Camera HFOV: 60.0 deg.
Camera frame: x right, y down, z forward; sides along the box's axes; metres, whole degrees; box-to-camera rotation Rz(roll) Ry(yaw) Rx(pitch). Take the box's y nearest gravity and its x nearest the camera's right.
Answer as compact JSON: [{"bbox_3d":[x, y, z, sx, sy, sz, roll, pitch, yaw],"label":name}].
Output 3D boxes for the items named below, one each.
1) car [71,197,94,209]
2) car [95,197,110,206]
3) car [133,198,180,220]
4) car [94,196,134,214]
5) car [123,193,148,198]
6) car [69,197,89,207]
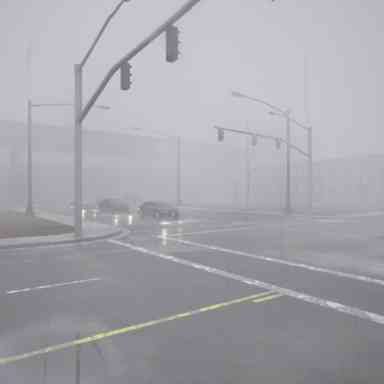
[{"bbox_3d":[-14.279,1.526,44.276,1.812,1.442,4.674,0,0,-32],"label":"car"},{"bbox_3d":[-14.951,1.526,55.857,1.812,1.442,4.674,0,0,-6],"label":"car"},{"bbox_3d":[-2.903,1.505,28.414,1.837,1.490,4.892,0,0,-36],"label":"car"},{"bbox_3d":[-8.481,1.478,35.987,1.882,1.535,5.008,0,0,-36],"label":"car"},{"bbox_3d":[-12.206,1.223,69.422,2.150,2.045,5.566,0,0,30],"label":"car"},{"bbox_3d":[-18.322,1.547,54.154,2.033,1.411,5.357,0,0,-8],"label":"car"}]
